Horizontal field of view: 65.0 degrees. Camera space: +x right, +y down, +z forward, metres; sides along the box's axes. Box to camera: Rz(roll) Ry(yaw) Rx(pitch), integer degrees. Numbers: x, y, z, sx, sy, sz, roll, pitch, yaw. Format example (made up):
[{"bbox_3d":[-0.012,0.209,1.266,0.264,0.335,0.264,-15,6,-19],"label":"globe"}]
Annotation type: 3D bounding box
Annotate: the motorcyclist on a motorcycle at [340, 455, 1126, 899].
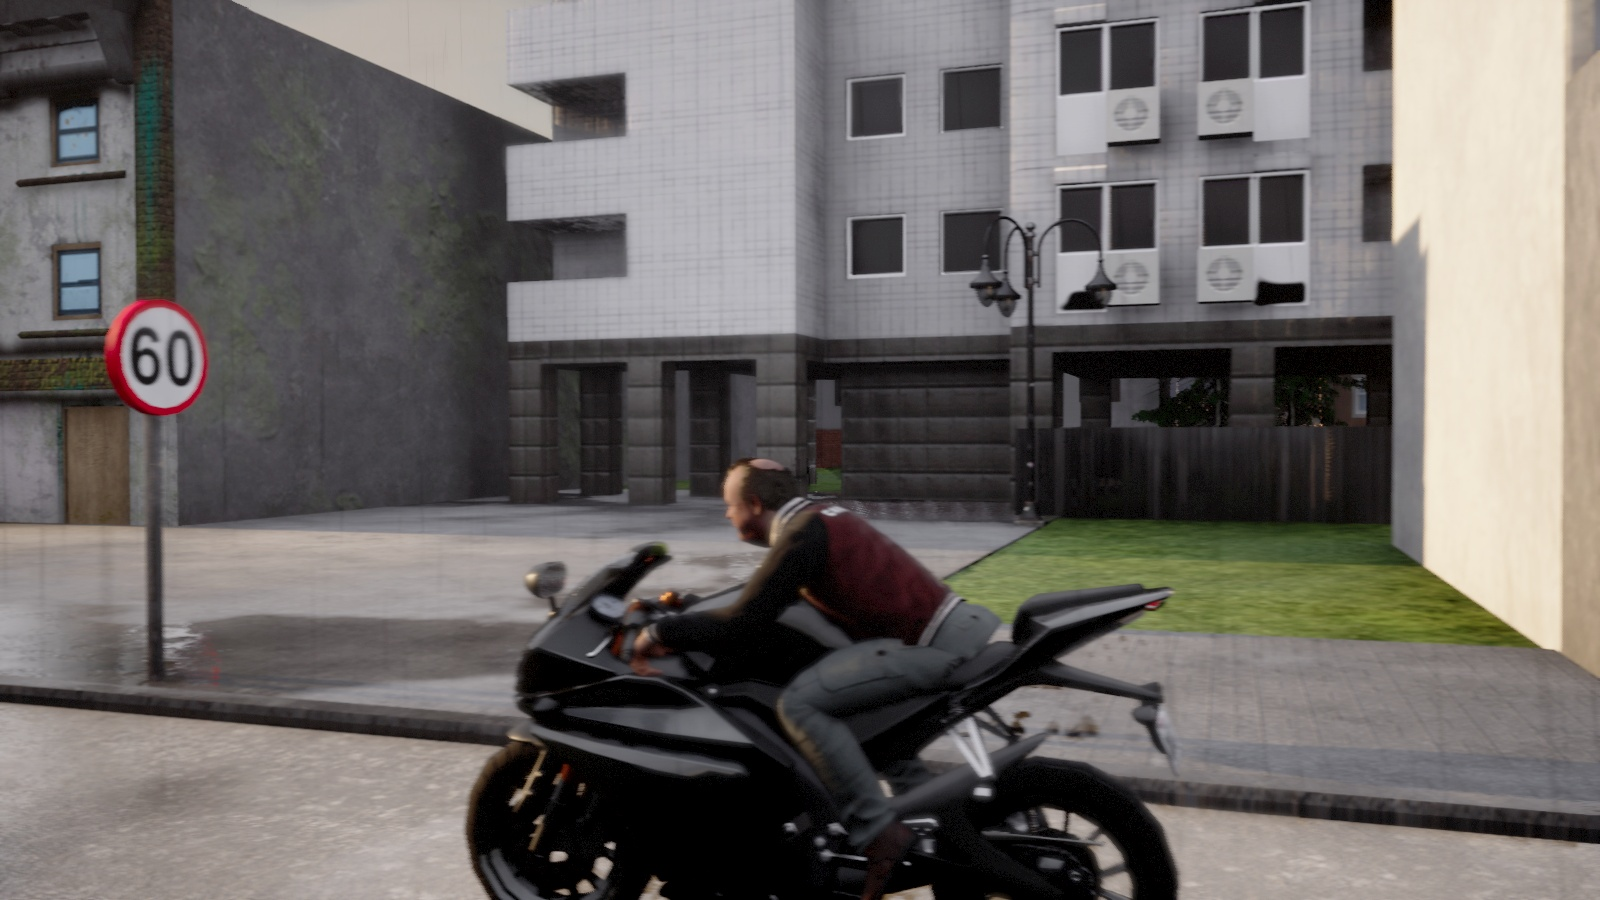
[{"bbox_3d":[-0.184,0.800,3.783,2.191,1.530,0.866,1,1,19],"label":"motorcyclist on a motorcycle"}]
